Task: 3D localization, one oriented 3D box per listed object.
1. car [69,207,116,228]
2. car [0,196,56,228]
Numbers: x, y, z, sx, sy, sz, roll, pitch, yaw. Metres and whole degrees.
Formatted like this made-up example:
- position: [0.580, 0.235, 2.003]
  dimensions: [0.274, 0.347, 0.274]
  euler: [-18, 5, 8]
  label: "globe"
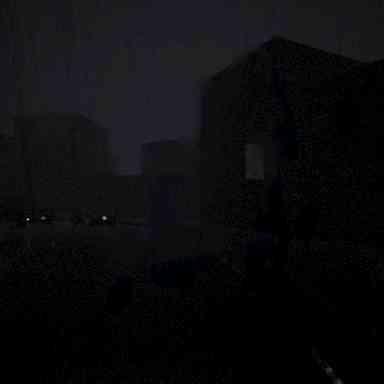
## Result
- position: [-7.199, 1.735, 23.816]
  dimensions: [1.994, 1.385, 4.181]
  euler: [2, -1, -42]
  label: "car"
- position: [-11.817, 1.327, 23.397]
  dimensions: [5.566, 2.045, 2.150]
  euler: [0, -2, 38]
  label: "car"
